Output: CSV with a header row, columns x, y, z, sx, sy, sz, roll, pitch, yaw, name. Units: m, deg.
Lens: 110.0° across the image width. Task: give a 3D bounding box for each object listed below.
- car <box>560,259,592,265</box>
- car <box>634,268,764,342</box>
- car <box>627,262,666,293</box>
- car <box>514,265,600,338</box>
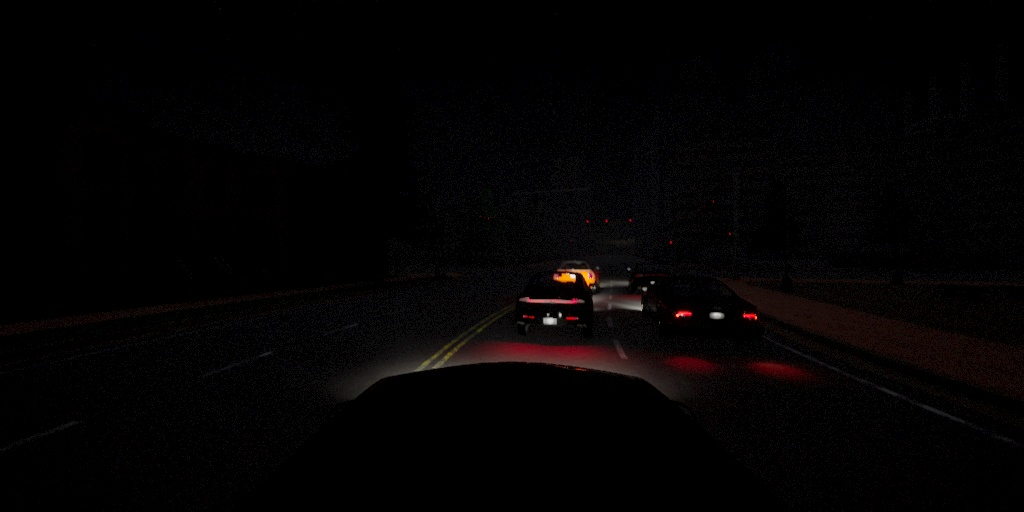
x,y,z,sx,sy,sz,roll,pitch,yaw,name
3.486,0.949,18.958,2.097,1.767,4.553,0,1,16,car
4.692,1.225,9.630,2.033,1.411,5.357,0,0,13,car
7.254,1.071,19.131,1.882,1.535,5.008,0,1,16,car
1.323,1.167,10.072,2.128,1.511,4.902,0,1,12,car
